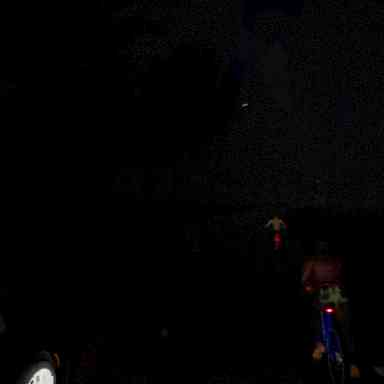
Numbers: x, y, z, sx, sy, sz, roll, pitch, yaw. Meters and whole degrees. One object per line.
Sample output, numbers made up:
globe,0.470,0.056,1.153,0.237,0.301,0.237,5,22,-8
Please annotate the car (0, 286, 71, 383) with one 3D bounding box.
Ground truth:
car,-2.563,1.512,1.793,1.882,1.535,5.008,-1,0,8

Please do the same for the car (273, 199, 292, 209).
car,16.091,2.209,59.215,1.837,1.490,4.892,-1,-1,22

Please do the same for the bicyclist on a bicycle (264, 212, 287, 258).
bicyclist on a bicycle,3.101,1.527,12.310,0.866,1.612,1.509,0,-1,8

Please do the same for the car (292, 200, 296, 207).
car,21.019,2.436,71.133,2.033,1.411,5.357,-1,-1,26

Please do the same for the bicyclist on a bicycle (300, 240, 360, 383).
bicyclist on a bicycle,1.732,1.478,4.378,0.582,1.620,1.656,-1,-1,8
